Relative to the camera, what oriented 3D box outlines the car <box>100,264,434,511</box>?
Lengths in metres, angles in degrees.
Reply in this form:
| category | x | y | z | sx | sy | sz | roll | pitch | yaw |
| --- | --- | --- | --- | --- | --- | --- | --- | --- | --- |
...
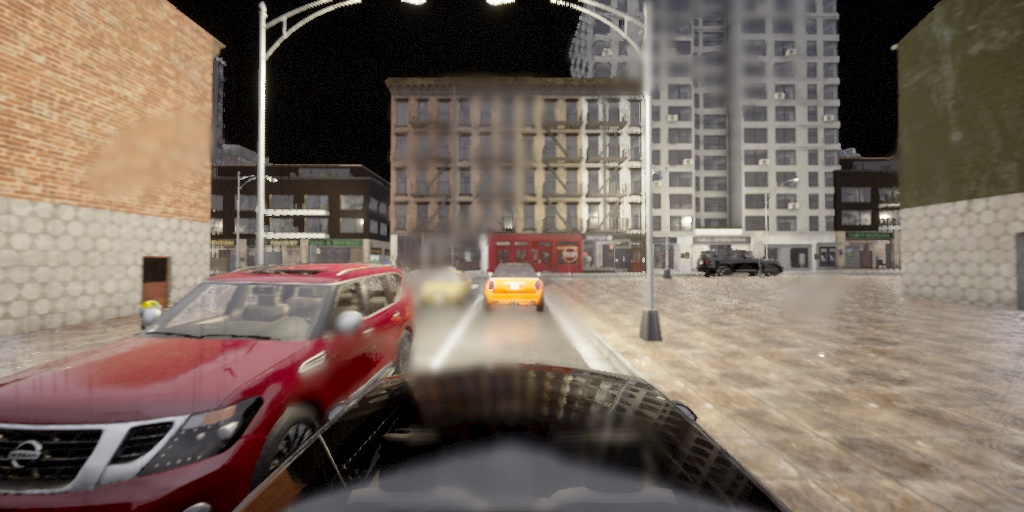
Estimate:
| category | x | y | z | sx | sy | sz | roll | pitch | yaw |
| --- | --- | --- | --- | --- | --- | --- | --- | --- | --- |
| car | -2.636 | 1.049 | 4.358 | 2.192 | 1.841 | 5.009 | 0 | 0 | 0 |

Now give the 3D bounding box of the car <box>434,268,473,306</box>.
| category | x | y | z | sx | sy | sz | roll | pitch | yaw |
| --- | --- | --- | --- | --- | --- | --- | --- | --- | --- |
| car | -2.635 | 1.195 | 15.252 | 1.751 | 1.417 | 4.829 | 0 | 0 | 0 |

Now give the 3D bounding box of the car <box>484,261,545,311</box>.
| category | x | y | z | sx | sy | sz | roll | pitch | yaw |
| --- | --- | --- | --- | --- | --- | --- | --- | --- | --- |
| car | 0.096 | 1.030 | 14.064 | 2.097 | 1.767 | 4.553 | 0 | 0 | 0 |

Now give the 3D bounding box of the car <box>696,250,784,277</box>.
| category | x | y | z | sx | sy | sz | roll | pitch | yaw |
| --- | --- | --- | --- | --- | --- | --- | --- | --- | --- |
| car | 16.571 | 0.586 | 26.288 | 5.566 | 2.045 | 2.150 | -1 | -1 | 2 |
